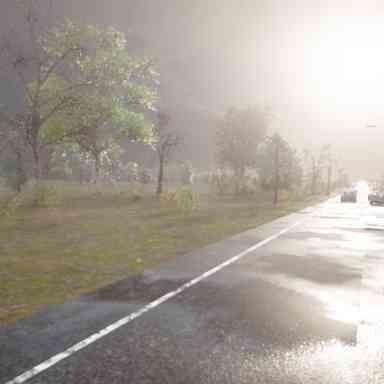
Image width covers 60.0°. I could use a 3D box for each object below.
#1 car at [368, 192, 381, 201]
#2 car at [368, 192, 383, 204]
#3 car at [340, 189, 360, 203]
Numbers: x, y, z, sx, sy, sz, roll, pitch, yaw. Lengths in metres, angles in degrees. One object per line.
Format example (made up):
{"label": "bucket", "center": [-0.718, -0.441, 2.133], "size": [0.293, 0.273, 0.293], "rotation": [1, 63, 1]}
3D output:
{"label": "car", "center": [32.388, 0.700, 59.139], "size": [2.033, 1.411, 5.357], "rotation": [2, 2, 28]}
{"label": "car", "center": [24.757, 0.945, 44.075], "size": [1.994, 1.385, 4.181], "rotation": [2, 2, 27]}
{"label": "car", "center": [22.781, 0.590, 48.210], "size": [2.097, 1.767, 4.553], "rotation": [2, 2, 28]}
